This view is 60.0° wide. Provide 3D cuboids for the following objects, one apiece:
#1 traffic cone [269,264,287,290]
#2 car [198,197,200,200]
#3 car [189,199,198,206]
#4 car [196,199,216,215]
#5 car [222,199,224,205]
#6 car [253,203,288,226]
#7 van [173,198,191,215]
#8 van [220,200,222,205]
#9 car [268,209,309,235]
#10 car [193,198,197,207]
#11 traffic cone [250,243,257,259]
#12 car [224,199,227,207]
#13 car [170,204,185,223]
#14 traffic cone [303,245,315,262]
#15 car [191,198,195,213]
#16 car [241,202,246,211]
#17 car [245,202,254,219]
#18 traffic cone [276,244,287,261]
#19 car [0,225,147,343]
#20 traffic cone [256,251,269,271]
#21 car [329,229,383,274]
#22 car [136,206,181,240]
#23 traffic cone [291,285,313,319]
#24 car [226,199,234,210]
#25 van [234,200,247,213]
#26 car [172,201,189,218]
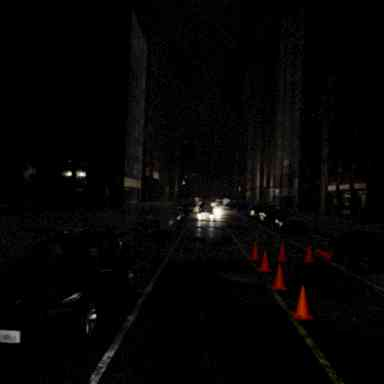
[{"bbox_3d":[2.228,2.147,8.490,0.340,0.580,0.340,2,-1,2],"label":"traffic cone"},{"bbox_3d":[-0.061,2.127,68.193,2.192,1.841,5.009,2,-1,2],"label":"car"},{"bbox_3d":[0.336,2.516,79.400,2.008,1.369,4.403,2,-1,2],"label":"car"},{"bbox_3d":[1.765,2.083,42.661,1.837,1.490,4.892,2,-1,2],"label":"car"},{"bbox_3d":[8.853,2.758,79.097,1.967,1.590,4.097,2,-1,2],"label":"car"},{"bbox_3d":[7.025,1.945,28.654,2.192,1.841,5.009,2,-1,2],"label":"car"},{"bbox_3d":[-1.285,1.695,34.561,1.690,1.788,3.998,2,-1,2],"label":"van"},{"bbox_3d":[9.265,2.814,90.308,1.690,1.788,3.998,2,-1,2],"label":"van"},{"bbox_3d":[6.810,2.136,23.046,1.802,1.307,4.206,2,-1,2],"label":"car"},{"bbox_3d":[-0.876,1.821,45.772,2.192,1.841,5.009,2,-1,2],"label":"car"},{"bbox_3d":[2.373,2.200,12.487,0.340,0.580,0.340,2,-1,2],"label":"traffic cone"},{"bbox_3d":[8.645,2.785,73.491,1.887,1.381,4.507,2,-1,2],"label":"car"},{"bbox_3d":[-1.702,1.784,23.348,1.802,1.307,4.206,2,-1,2],"label":"car"},{"bbox_3d":[4.368,2.282,12.413,0.340,0.580,0.340,2,-1,2],"label":"traffic cone"},{"bbox_3d":[-1.085,1.870,40.165,1.967,1.590,4.097,2,-1,2],"label":"car"},{"bbox_3d":[7.430,2.309,40.032,1.752,1.417,4.829,2,-1,2],"label":"car"},{"bbox_3d":[7.229,2.021,34.259,2.192,1.841,5.009,2,-1,2],"label":"car"},{"bbox_3d":[3.372,2.241,12.451,0.340,0.580,0.340,2,-1,2],"label":"traffic cone"},{"bbox_3d":[-2.313,1.545,6.532,1.947,1.339,4.313,2,-1,2],"label":"car"},{"bbox_3d":[2.301,2.174,10.489,0.340,0.580,0.340,2,-1,2],"label":"traffic cone"},{"bbox_3d":[6.404,1.971,11.836,1.947,1.339,4.313,2,-1,2],"label":"car"},{"bbox_3d":[-1.905,1.678,17.743,2.008,1.369,4.403,2,-1,2],"label":"car"},{"bbox_3d":[2.155,2.121,6.492,0.340,0.580,0.340,2,-1,2],"label":"traffic cone"},{"bbox_3d":[8.248,2.402,62.284,2.192,1.841,5.009,2,-1,2],"label":"car"},{"bbox_3d":[7.839,2.275,51.074,1.690,1.788,3.998,2,-1,2],"label":"van"},{"bbox_3d":[-1.502,1.801,28.784,1.752,1.417,4.829,2,-1,2],"label":"car"}]
